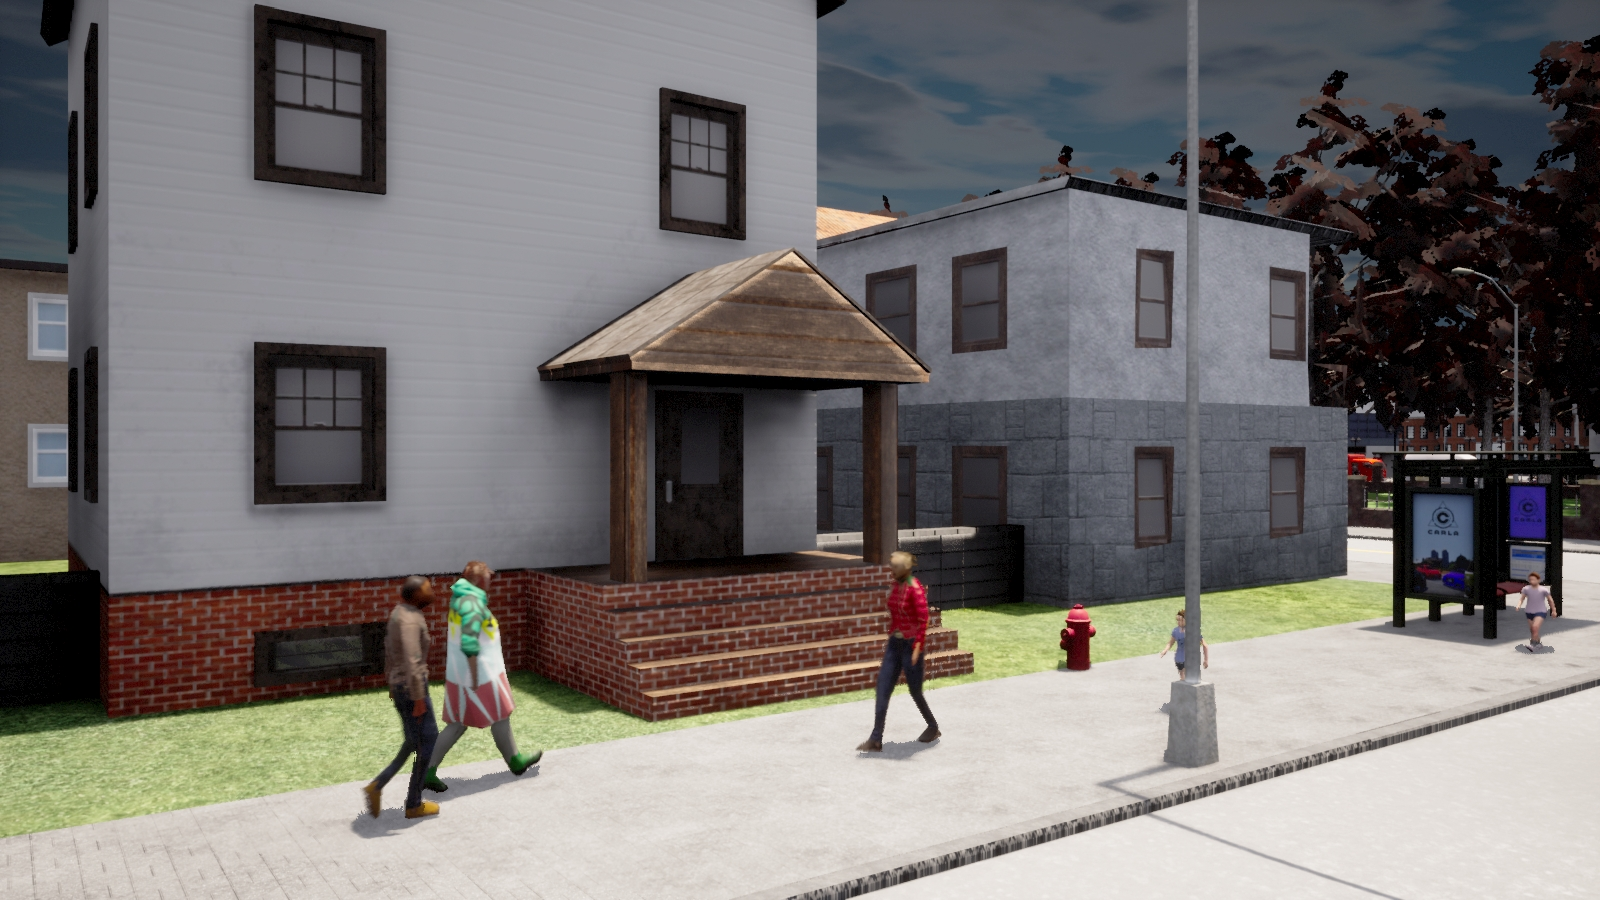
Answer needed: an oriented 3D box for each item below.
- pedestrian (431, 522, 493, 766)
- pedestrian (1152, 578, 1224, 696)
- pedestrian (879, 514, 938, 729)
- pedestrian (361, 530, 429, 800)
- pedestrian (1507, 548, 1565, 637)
[{"bbox_3d":[-2.705,1.524,9.137,0.375,1.860,0.375,0,0,-35],"label":"pedestrian"},{"bbox_3d":[3.987,1.904,11.743,0.500,1.100,0.500,0,0,-30],"label":"pedestrian"},{"bbox_3d":[0.975,1.523,10.290,0.375,1.860,0.375,0,0,-36],"label":"pedestrian"},{"bbox_3d":[-2.933,1.525,8.269,0.375,1.860,0.375,0,0,-35],"label":"pedestrian"},{"bbox_3d":[9.847,1.896,15.281,0.500,1.100,0.500,0,0,-35],"label":"pedestrian"}]
